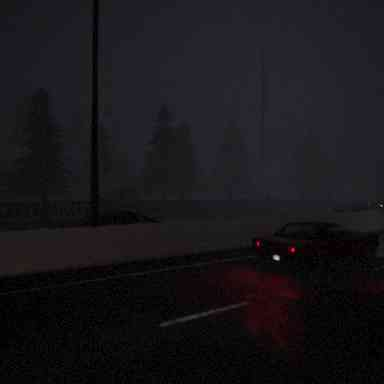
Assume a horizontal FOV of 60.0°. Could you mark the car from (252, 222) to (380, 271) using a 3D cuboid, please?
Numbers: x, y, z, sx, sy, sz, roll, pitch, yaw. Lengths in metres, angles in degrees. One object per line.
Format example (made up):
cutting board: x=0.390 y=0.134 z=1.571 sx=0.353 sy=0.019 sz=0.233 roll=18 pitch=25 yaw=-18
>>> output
car: x=4.301 y=1.661 z=11.112 sx=4.718 sy=1.301 sz=1.895 roll=0 pitch=0 yaw=-36

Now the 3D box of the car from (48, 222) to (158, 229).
car: x=-3.712 y=1.536 z=14.241 sx=4.892 sy=1.490 sz=1.837 roll=0 pitch=0 yaw=-35

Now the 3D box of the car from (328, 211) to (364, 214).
car: x=15.099 y=1.665 z=31.951 sx=5.008 sy=1.535 sz=1.882 roll=1 pitch=0 yaw=-35
